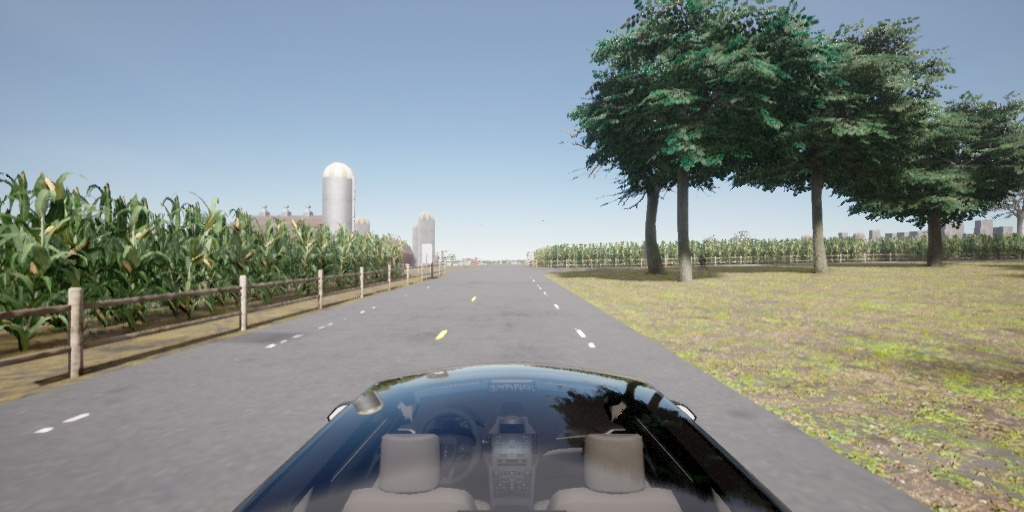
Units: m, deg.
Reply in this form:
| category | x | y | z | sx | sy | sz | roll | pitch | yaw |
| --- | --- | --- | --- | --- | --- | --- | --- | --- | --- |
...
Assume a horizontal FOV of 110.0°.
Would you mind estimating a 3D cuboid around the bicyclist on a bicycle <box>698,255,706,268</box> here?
| category | x | y | z | sx | sy | sz | roll | pitch | yaw |
| --- | --- | --- | --- | --- | --- | --- | --- | --- | --- |
| bicyclist on a bicycle | 24.268 | 0.680 | 45.831 | 0.582 | 1.620 | 1.656 | -1 | 0 | 0 |
